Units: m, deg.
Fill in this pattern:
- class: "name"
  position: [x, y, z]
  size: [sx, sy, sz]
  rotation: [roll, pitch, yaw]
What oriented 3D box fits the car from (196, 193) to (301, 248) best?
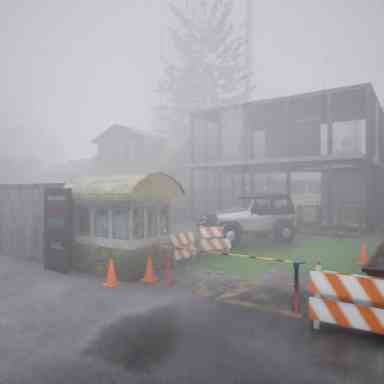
- class: "car"
  position: [2.225, 0.992, 12.758]
  size: [3.866, 1.878, 1.905]
  rotation: [0, 0, -21]
